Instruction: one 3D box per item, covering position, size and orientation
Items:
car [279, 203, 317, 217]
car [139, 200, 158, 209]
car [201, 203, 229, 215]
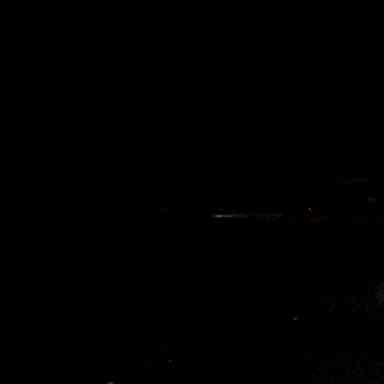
[{"bbox_3d":[12.368,2.070,39.067,1.812,1.442,4.674,-1,-1,-36],"label":"car"},{"bbox_3d":[-8.088,2.332,61.355,2.128,1.511,4.902,-1,1,-36],"label":"car"},{"bbox_3d":[3.003,2.280,45.763,1.882,1.535,5.008,-1,0,-36],"label":"car"}]
